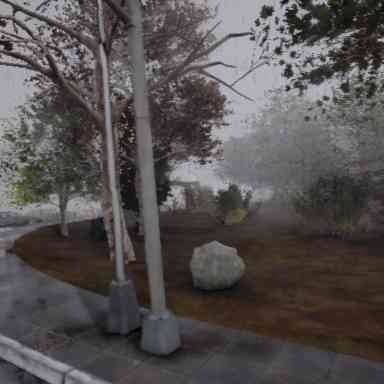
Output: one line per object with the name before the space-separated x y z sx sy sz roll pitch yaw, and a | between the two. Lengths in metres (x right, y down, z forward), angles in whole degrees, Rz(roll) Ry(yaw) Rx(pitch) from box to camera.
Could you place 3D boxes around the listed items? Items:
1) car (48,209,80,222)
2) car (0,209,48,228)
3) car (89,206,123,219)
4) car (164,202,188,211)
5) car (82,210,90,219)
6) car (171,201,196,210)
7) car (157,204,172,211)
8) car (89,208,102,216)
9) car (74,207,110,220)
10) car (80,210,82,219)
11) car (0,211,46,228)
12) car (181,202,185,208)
car | -17.022 3.173 42.509 1.994 1.385 4.181 -7 -3 31
car | -13.968 2.142 24.765 2.033 1.411 5.357 -7 -3 31
car | -14.520 3.431 56.093 5.008 1.535 2.097 -7 -3 11
car | -3.630 3.236 73.883 4.792 1.488 2.163 -7 -3 11
car | -17.815 3.534 51.037 5.366 1.575 1.946 -7 -3 11
car | -1.862 3.155 76.390 5.366 1.575 1.946 -7 -3 11
car | -6.455 2.867 59.641 2.033 1.411 5.357 -7 -3 32
car | -12.362 2.964 50.110 2.128 1.511 4.902 -7 -3 31
car | -16.070 3.473 53.541 4.892 1.521 2.231 -7 -3 11
car | -19.217 3.593 48.461 4.792 1.488 2.163 -7 -3 11
car | -22.127 3.626 43.341 5.366 1.575 1.946 -7 -3 11
car | -4.983 3.204 71.305 5.366 1.575 1.946 -7 -3 11
